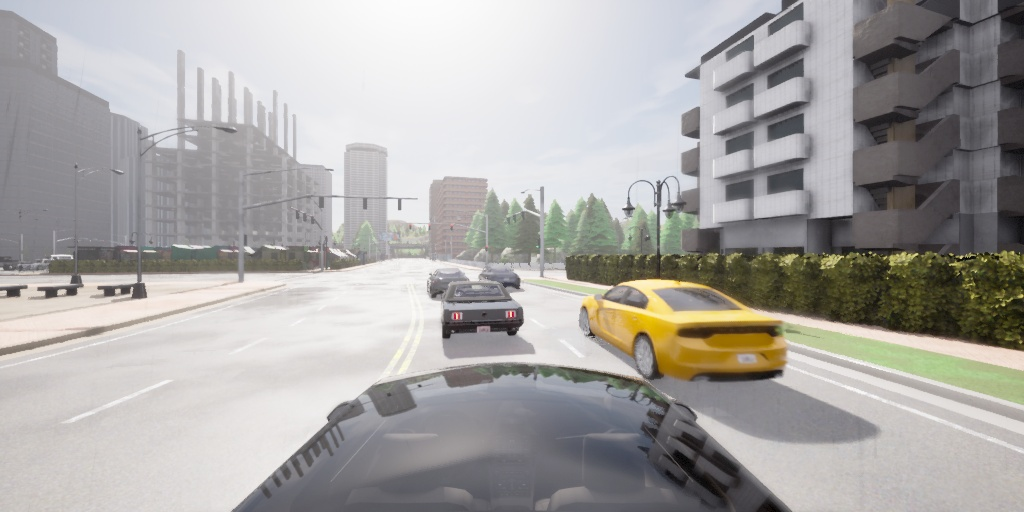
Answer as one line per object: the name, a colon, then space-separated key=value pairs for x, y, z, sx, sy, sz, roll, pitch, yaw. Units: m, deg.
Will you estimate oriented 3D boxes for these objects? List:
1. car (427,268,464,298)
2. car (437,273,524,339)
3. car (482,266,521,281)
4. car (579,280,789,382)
car: x=-3.327 y=1.314 z=18.642 sx=1.994 sy=1.385 sz=4.181 roll=0 pitch=0 yaw=-16
car: x=-1.080 y=1.351 z=10.175 sx=1.895 sy=1.301 sz=4.718 roll=0 pitch=0 yaw=-12
car: x=-0.877 y=1.314 z=22.669 sx=1.994 sy=1.385 sz=4.181 roll=0 pitch=0 yaw=-16
car: x=2.894 y=1.227 z=7.304 sx=1.882 sy=1.535 sz=5.008 roll=0 pitch=0 yaw=-7
